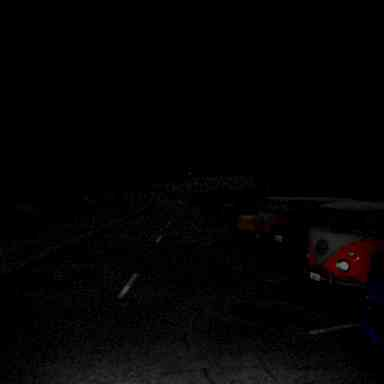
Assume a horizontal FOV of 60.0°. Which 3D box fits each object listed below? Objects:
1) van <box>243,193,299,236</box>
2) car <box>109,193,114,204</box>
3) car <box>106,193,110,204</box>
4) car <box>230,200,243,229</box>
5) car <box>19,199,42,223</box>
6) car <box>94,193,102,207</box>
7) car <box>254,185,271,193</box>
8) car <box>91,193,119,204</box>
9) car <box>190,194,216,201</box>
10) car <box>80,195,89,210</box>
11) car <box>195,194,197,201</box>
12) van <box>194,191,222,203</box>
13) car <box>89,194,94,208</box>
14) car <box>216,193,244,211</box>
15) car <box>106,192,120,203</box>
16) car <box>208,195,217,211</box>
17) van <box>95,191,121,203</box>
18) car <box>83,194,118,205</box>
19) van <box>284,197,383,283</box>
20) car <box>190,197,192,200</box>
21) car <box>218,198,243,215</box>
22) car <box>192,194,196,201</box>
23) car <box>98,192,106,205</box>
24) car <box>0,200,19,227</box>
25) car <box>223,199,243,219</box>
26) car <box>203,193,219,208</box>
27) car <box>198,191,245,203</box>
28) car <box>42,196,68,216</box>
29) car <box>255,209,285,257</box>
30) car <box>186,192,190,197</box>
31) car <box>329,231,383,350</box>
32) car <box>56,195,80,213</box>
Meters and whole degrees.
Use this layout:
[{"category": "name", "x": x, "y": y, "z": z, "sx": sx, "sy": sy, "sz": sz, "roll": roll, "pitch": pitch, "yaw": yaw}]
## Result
[{"category": "van", "x": 4.647, "y": 1.173, "z": 13.718, "sx": 4.442, "sy": 1.987, "sz": 1.878, "roll": 1, "pitch": 1, "yaw": -20}, {"category": "car", "x": -14.705, "y": 1.261, "z": 49.993, "sx": 4.674, "sy": 1.452, "sz": 2.002, "roll": -1, "pitch": 1, "yaw": -24}, {"category": "car", "x": -14.504, "y": 1.278, "z": 47.039, "sx": 4.674, "sy": 1.452, "sz": 2.002, "roll": -1, "pitch": 1, "yaw": -23}, {"category": "car", "x": 4.912, "y": 1.381, "z": 16.847, "sx": 5.366, "sy": 1.575, "sz": 1.946, "roll": 1, "pitch": 0, "yaw": -20}, {"category": "car", "x": -13.542, "y": 1.370, "z": 23.364, "sx": 5.008, "sy": 1.535, "sz": 2.097, "roll": -1, "pitch": 1, "yaw": -21}, {"category": "car", "x": -14.334, "y": 1.270, "z": 41.051, "sx": 5.366, "sy": 1.575, "sz": 1.946, "roll": -1, "pitch": 1, "yaw": -23}, {"category": "car", "x": 16.936, "y": -0.290, "z": 80.187, "sx": 2.002, "sy": 1.452, "sz": 4.674, "roll": -7, "pitch": 4, "yaw": -30}, {"category": "car", "x": -15.379, "y": 1.046, "z": 58.861, "sx": 4.553, "sy": 1.767, "sz": 2.185, "roll": -1, "pitch": 1, "yaw": -25}, {"category": "car", "x": 2.300, "y": 1.098, "z": 68.009, "sx": 4.792, "sy": 1.488, "sz": 2.163, "roll": 0, "pitch": 0, "yaw": -26}, {"category": "car", "x": -13.882, "y": 1.303, "z": 35.209, "sx": 5.008, "sy": 1.535, "sz": 2.097, "roll": -1, "pitch": 1, "yaw": -22}, {"category": "car", "x": 3.414, "y": 1.195, "z": 52.992, "sx": 4.674, "sy": 1.452, "sz": 2.002, "roll": 1, "pitch": 0, "yaw": -24}, {"category": "van", "x": 2.851, "y": 0.892, "z": 58.960, "sx": 4.442, "sy": 1.987, "sz": 1.878, "roll": 1, "pitch": 1, "yaw": -25}, {"category": "car", "x": -14.050, "y": 1.162, "z": 38.160, "sx": 4.553, "sy": 1.767, "sz": 2.185, "roll": -1, "pitch": 0, "yaw": -22}, {"category": "car", "x": 4.613, "y": 1.200, "z": 25.827, "sx": 4.553, "sy": 1.767, "sz": 2.185, "roll": 1, "pitch": 0, "yaw": -21}, {"category": "car", "x": -14.759, "y": 1.199, "z": 53.027, "sx": 5.366, "sy": 1.575, "sz": 1.946, "roll": -1, "pitch": 0, "yaw": -24}, {"category": "car", "x": 4.487, "y": 1.287, "z": 31.873, "sx": 5.008, "sy": 1.535, "sz": 2.097, "roll": 1, "pitch": 0, "yaw": -22}, {"category": "van", "x": -15.577, "y": 0.928, "z": 61.848, "sx": 4.442, "sy": 1.987, "sz": 1.878, "roll": -1, "pitch": 0, "yaw": -25}, {"category": "car", "x": -15.327, "y": 1.189, "z": 55.821, "sx": 5.366, "sy": 1.575, "sz": 1.946, "roll": -1, "pitch": 1, "yaw": -24}, {"category": "van", "x": 4.655, "y": 1.209, "z": 7.693, "sx": 4.442, "sy": 1.987, "sz": 1.878, "roll": 1, "pitch": 1, "yaw": -20}, {"category": "car", "x": 2.721, "y": 0.974, "z": 62.033, "sx": 4.553, "sy": 1.767, "sz": 2.185, "roll": 1, "pitch": 1, "yaw": -25}, {"category": "car", "x": 4.672, "y": 1.345, "z": 22.808, "sx": 4.892, "sy": 1.521, "sz": 2.231, "roll": 1, "pitch": 0, "yaw": -21}, {"category": "car", "x": 3.202, "y": 1.138, "z": 56.003, "sx": 4.892, "sy": 1.521, "sz": 2.231, "roll": 1, "pitch": 1, "yaw": -25}, {"category": "car", "x": -14.300, "y": 1.128, "z": 44.092, "sx": 4.553, "sy": 1.767, "sz": 2.185, "roll": -1, "pitch": 1, "yaw": -23}, {"category": "car", "x": -13.478, "y": 1.261, "z": 20.408, "sx": 4.553, "sy": 1.767, "sz": 2.185, "roll": -1, "pitch": 1, "yaw": -21}, {"category": "car", "x": 4.728, "y": 1.363, "z": 19.790, "sx": 5.008, "sy": 1.535, "sz": 2.097, "roll": 1, "pitch": 1, "yaw": -21}, {"category": "car", "x": 4.283, "y": 1.250, "z": 37.907, "sx": 5.008, "sy": 1.535, "sz": 2.097, "roll": 1, "pitch": 1, "yaw": -23}, {"category": "car", "x": 4.120, "y": 0.979, "z": 40.910, "sx": 5.566, "sy": 2.045, "sz": 2.435, "roll": 1, "pitch": 1, "yaw": -23}, {"category": "car", "x": -13.715, "y": 1.367, "z": 29.273, "sx": 4.792, "sy": 1.488, "sz": 2.163, "roll": -1, "pitch": 1, "yaw": -21}, {"category": "car", "x": 4.785, "y": 1.448, "z": 10.764, "sx": 4.792, "sy": 1.488, "sz": 2.163, "roll": 1, "pitch": 0, "yaw": -20}, {"category": "car", "x": 2.244, "y": 1.077, "z": 64.949, "sx": 5.366, "sy": 1.575, "sz": 1.946, "roll": 0, "pitch": 1, "yaw": -26}, {"category": "car", "x": 4.763, "y": 1.454, "z": 4.731, "sx": 5.008, "sy": 1.535, "sz": 2.097, "roll": 1, "pitch": 1, "yaw": -20}, {"category": "car", "x": -13.751, "y": 1.349, "z": 32.267, "sx": 4.792, "sy": 1.488, "sz": 2.163, "roll": -1, "pitch": 0, "yaw": -22}]
